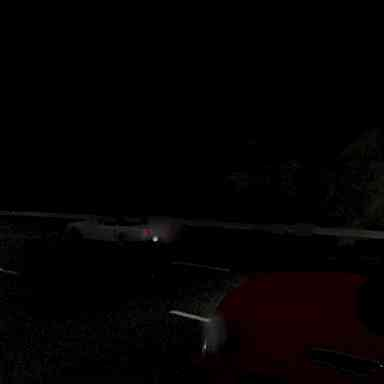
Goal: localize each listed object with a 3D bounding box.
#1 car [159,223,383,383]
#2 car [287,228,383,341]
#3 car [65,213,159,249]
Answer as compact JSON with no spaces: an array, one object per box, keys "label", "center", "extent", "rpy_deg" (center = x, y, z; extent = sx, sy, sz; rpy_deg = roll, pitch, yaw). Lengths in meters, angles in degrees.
[{"label":"car","center":[2.631,1.216,2.045],"extent":[5.566,2.045,2.150],"rpy_deg":[0,0,36]},{"label":"car","center":[4.114,1.515,5.251],"extent":[4.674,1.442,1.812],"rpy_deg":[0,0,35]},{"label":"car","center":[-3.333,1.580,14.428],"extent":[4.718,1.301,1.895],"rpy_deg":[0,0,32]}]
